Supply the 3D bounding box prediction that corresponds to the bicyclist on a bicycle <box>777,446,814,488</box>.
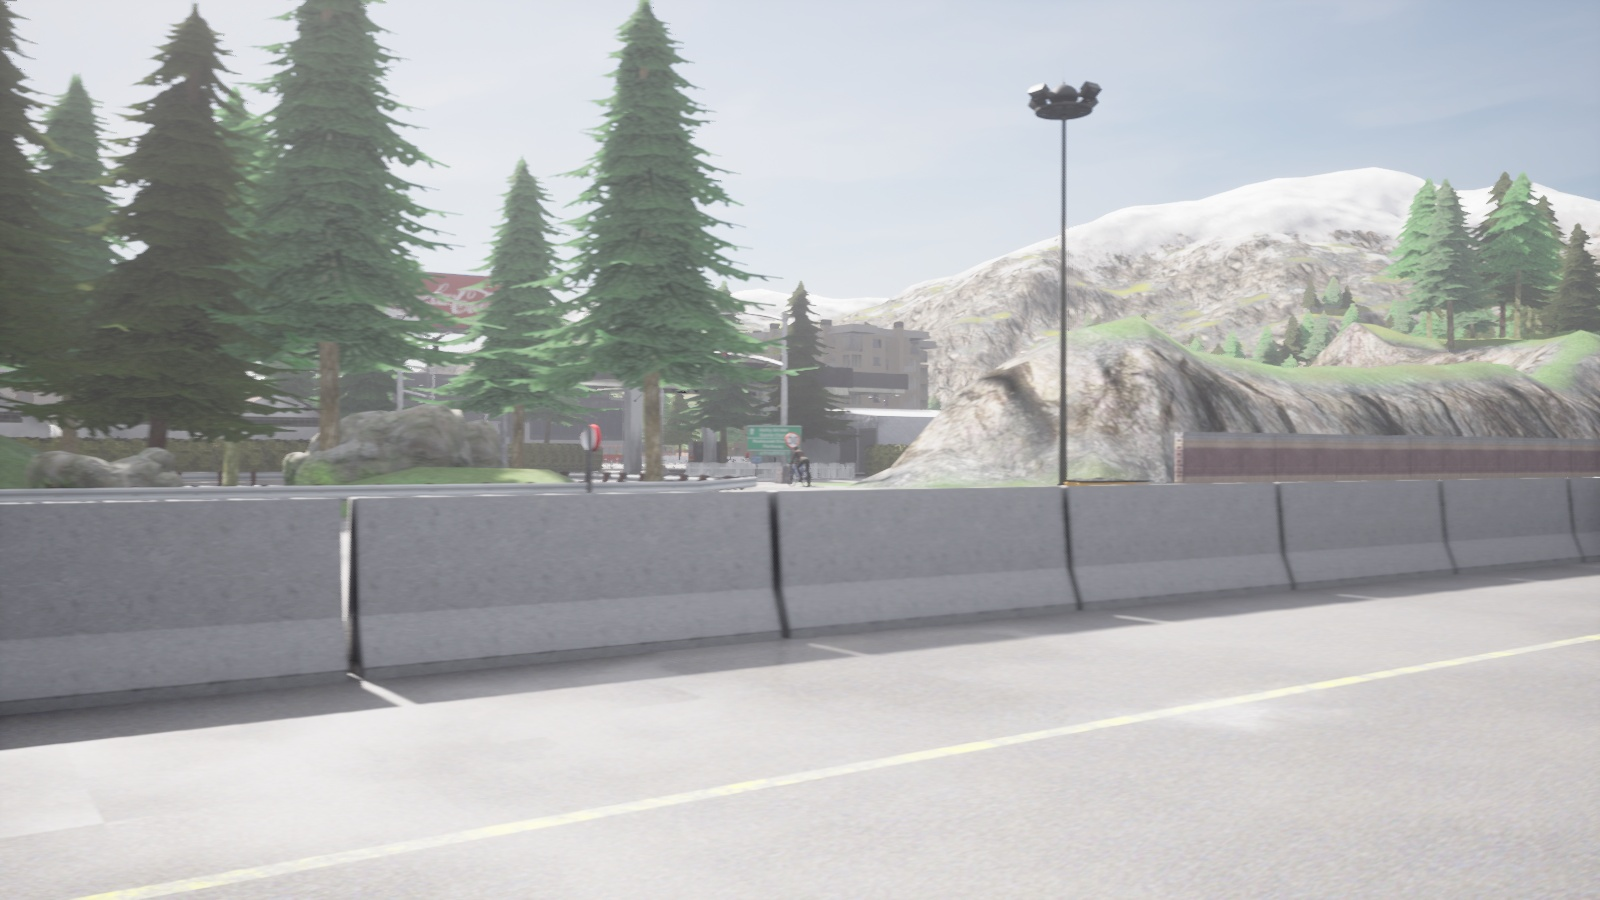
[{"bbox_3d":[-0.171,0.658,49.238,0.582,1.620,1.656,0,-1,-36],"label":"bicyclist on a bicycle"}]
